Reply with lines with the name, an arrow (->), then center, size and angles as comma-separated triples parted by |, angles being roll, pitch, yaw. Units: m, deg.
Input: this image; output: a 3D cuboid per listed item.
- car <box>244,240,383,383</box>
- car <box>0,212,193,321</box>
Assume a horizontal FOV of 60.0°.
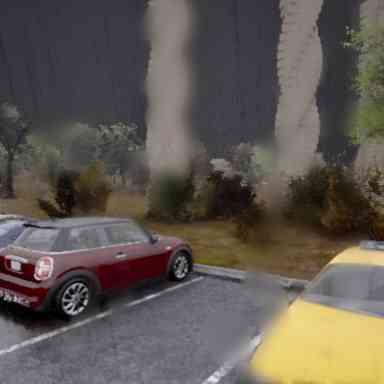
car -> 2.472, 1.476, 4.382 | 1.946, 1.575, 5.366 | 0, 0, 35
car -> -1.920, 1.345, 7.701 | 2.185, 1.767, 4.553 | 0, 0, 35
